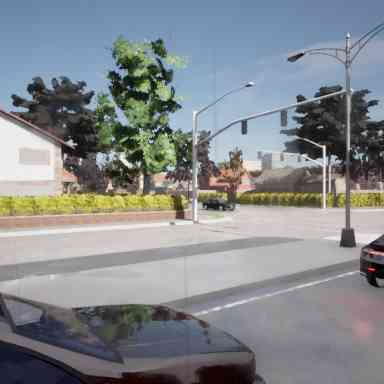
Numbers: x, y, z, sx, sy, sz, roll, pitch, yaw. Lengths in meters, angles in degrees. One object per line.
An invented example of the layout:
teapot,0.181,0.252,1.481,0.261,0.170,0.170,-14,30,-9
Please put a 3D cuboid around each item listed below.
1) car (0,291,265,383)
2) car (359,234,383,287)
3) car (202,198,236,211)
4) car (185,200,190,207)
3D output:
car,-1.921,1.547,2.379,5.357,1.411,2.033,0,0,-35
car,5.998,1.492,8.063,4.902,1.511,2.128,0,0,-35
car,3.196,1.505,40.086,1.837,1.490,4.892,0,0,-36
car,-2.194,1.352,47.502,2.097,1.767,4.553,0,0,-36
